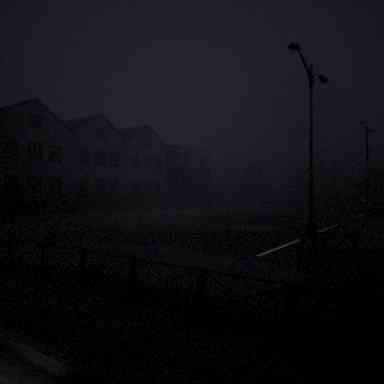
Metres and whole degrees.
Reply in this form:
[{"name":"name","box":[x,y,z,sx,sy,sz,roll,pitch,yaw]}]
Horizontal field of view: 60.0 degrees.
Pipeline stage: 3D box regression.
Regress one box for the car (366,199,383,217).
[{"name":"car","box":[15.375,1.298,26.844,2.007,1.523,4.514,0,0,35]}]
